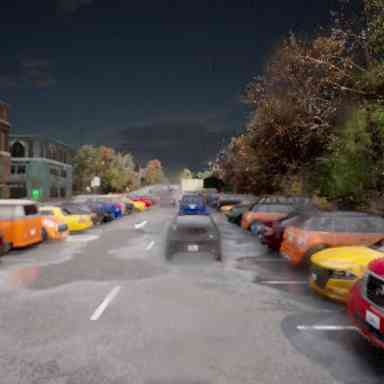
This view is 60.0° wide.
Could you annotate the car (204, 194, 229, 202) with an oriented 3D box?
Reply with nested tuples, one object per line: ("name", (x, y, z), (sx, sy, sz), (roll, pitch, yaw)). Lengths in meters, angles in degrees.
("car", (5.016, 1.209, 68.222), (4.892, 1.521, 2.231), (0, 2, 0))

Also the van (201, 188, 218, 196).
("van", (4.889, -0.014, 93.303), (4.442, 1.987, 1.878), (-1, 3, 0))

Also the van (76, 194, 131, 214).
("van", (-7.931, 1.271, 29.175), (4.442, 1.987, 1.878), (0, 0, 0))

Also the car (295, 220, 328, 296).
("car", (5.043, 1.489, 6.932), (5.008, 1.535, 2.097), (0, 0, 0))

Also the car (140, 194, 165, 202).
("car", (-8.087, 1.239, 68.168), (4.792, 1.488, 2.163), (0, 1, 0))

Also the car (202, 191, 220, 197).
("car", (5.020, 0.523, 87.865), (4.674, 1.452, 2.002), (0, 3, 0))

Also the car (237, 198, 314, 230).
("car", (5.004, 1.371, 18.071), (4.553, 1.767, 2.185), (0, 0, 0))

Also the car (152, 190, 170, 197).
("car", (-8.032, 0.366, 87.659), (4.553, 1.767, 2.185), (0, 3, 0))

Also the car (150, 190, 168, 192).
("car", (-8.090, 1.011, 70.951), (4.553, 1.767, 2.185), (0, 2, 0))

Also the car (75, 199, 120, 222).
("car", (-8.051, 1.497, 23.609), (5.008, 1.535, 2.097), (0, 0, 0))

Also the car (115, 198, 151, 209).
("car", (-8.055, 1.528, 45.875), (4.674, 1.452, 2.002), (0, 0, 0))

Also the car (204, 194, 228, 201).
("car", (5.016, 1.132, 71.139), (5.008, 1.535, 2.097), (0, 2, 0))

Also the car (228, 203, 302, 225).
("car", (5.062, 1.527, 23.643), (4.792, 1.488, 2.163), (0, 0, 0))

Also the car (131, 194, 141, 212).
("car", (-8.080, 1.369, 34.867), (4.553, 1.767, 2.185), (0, 0, 0))

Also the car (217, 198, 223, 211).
("car", (5.038, 1.497, 29.211), (5.008, 1.535, 2.097), (0, 0, 0))

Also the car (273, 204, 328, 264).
("car", (5.005, 1.366, 9.717), (4.553, 1.767, 2.185), (0, 0, 0))

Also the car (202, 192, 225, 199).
("car", (5.205, 0.856, 79.372), (5.366, 1.575, 1.946), (0, 2, 0))

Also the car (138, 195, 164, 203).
("car", (-8.028, 1.303, 65.381), (4.792, 1.488, 2.163), (0, 1, 0))

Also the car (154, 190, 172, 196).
("car", (-8.094, 0.242, 93.230), (4.792, 1.488, 2.163), (0, 3, 0))

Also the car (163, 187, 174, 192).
("car", (-8.033, 0.496, 82.087), (5.566, 2.045, 2.435), (0, 2, 0))

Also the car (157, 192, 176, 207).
("car", (-3.594, 1.346, 50.531), (2.097, 1.767, 4.553), (0, 0, 0))

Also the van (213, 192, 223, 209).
("van", (4.914, 1.268, 37.565), (4.442, 1.987, 1.878), (0, 0, 0))

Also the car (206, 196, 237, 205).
("car", (5.030, 1.414, 57.200), (5.008, 1.535, 2.097), (0, 1, 0))

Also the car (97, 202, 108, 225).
("car", (-8.043, 1.537, 20.825), (4.674, 1.452, 2.002), (0, 0, 0))

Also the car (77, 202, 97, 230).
("car", (-8.230, 1.493, 18.042), (5.366, 1.575, 1.946), (0, 0, 0))

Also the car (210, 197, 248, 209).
("car", (5.023, 1.489, 46.044), (5.008, 1.535, 2.097), (0, 0, 0))

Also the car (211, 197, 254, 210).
("car", (5.214, 1.487, 43.136), (5.366, 1.575, 1.946), (0, 0, 0))

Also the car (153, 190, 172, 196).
("car", (-8.034, 0.382, 90.449), (4.792, 1.488, 2.163), (0, 3, 0))

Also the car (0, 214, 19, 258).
("car", (-8.072, 1.521, 9.691), (4.792, 1.488, 2.163), (0, 0, 0))

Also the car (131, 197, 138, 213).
("car", (-8.042, 1.497, 31.959), (4.892, 1.521, 2.231), (0, 0, 0))

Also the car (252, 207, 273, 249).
("car", (5.031, 1.494, 12.501), (5.008, 1.535, 2.097), (0, 0, 0))

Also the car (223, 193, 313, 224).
("car", (5.006, 1.247, 20.855), (5.566, 2.045, 2.435), (0, 0, 0))

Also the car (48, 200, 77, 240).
("car", (-8.075, 1.369, 15.259), (4.553, 1.767, 2.185), (0, 0, 0))

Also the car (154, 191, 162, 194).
("car", (-8.024, 1.251, 59.812), (4.553, 1.767, 2.185), (0, 1, 0))

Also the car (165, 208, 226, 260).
("car", (0.057, 1.513, 12.471), (1.837, 1.490, 4.892), (0, -1, 0))

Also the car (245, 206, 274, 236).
("car", (5.039, 1.535, 15.286), (4.674, 1.452, 2.002), (0, 0, 0))

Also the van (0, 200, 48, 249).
("van", (-8.160, 1.267, 12.538), (4.442, 1.987, 1.878), (0, 0, 0))

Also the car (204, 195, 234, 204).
("car", (4.839, 1.372, 59.989), (5.366, 1.575, 1.946), (0, 1, 0))

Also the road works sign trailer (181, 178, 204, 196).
("road works sign trailer", (0.022, 0.304, 35.686), (2.380, 3.560, 2.880), (1, -1, 0))

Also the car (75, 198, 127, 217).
("car", (-8.041, 1.496, 26.392), (5.008, 1.535, 2.097), (0, 0, 0))

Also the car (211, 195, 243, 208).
("car", (5.058, 1.357, 48.829), (4.553, 1.767, 2.185), (0, 0, 0))

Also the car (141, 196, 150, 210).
("car", (-7.864, 1.490, 37.526), (5.366, 1.575, 1.946), (0, 0, 0))

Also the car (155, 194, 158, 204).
("car", (-8.060, 1.446, 54.237), (5.008, 1.535, 2.097), (0, 1, 0))

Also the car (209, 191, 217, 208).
("car", (5.001, 1.241, 40.350), (5.566, 2.045, 2.435), (0, 0, 0))

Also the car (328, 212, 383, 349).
("car", (5.011, 1.234, 4.145), (5.566, 2.045, 2.435), (0, 0, 0))

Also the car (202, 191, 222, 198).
("car", (5.046, 0.651, 84.956), (4.792, 1.488, 2.163), (0, 3, 0))

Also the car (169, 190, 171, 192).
("car", (-8.067, 0.862, 79.311), (4.892, 1.521, 2.231), (0, 2, 0))

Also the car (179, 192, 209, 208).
("car", (0.056, 1.241, 27.696), (2.150, 2.045, 5.566), (0, 0, 0))

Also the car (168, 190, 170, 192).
("car", (-8.089, 0.994, 76.535), (4.792, 1.488, 2.163), (0, 2, 0))

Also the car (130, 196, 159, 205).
("car", (-8.052, 1.455, 57.027), (4.674, 1.452, 2.002), (0, 1, 0))

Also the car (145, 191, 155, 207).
("car", (-8.023, 1.238, 43.092), (5.566, 2.045, 2.435), (0, 0, 0))

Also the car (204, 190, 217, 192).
("car", (5.054, 1.193, 54.408), (5.566, 2.045, 2.435), (0, 1, 0))
